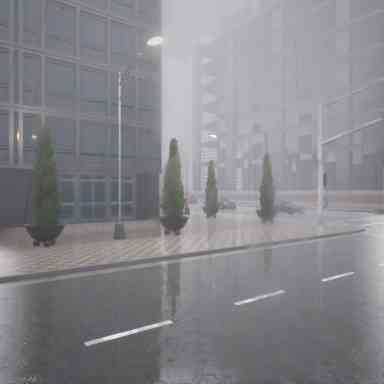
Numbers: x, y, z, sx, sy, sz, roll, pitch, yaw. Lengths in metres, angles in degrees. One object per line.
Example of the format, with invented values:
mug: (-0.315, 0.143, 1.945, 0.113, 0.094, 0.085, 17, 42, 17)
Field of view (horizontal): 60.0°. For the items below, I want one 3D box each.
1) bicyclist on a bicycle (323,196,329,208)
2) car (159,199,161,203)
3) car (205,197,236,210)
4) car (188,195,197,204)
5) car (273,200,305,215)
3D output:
bicyclist on a bicycle: (17.829, 1.355, 44.370, 1.656, 1.620, 0.582, 0, 0, -36)
car: (-6.341, 1.559, 69.146, 1.837, 1.490, 4.892, 0, 0, -36)
car: (3.685, 1.407, 43.420, 2.097, 1.767, 4.553, 0, 0, -36)
car: (-1.034, 1.407, 61.981, 2.097, 1.767, 4.553, 0, 0, -36)
car: (9.685, 1.580, 35.241, 1.812, 1.442, 4.674, 0, 0, -36)
